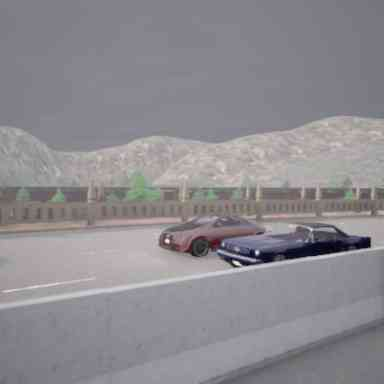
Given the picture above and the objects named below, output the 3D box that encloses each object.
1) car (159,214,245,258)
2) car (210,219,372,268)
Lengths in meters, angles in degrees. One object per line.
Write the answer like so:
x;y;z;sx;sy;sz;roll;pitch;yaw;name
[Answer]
0.879;1.528;12.582;4.181;1.385;1.994;0;0;-30;car
3.100;1.580;9.891;4.718;1.301;1.895;0;0;-30;car
